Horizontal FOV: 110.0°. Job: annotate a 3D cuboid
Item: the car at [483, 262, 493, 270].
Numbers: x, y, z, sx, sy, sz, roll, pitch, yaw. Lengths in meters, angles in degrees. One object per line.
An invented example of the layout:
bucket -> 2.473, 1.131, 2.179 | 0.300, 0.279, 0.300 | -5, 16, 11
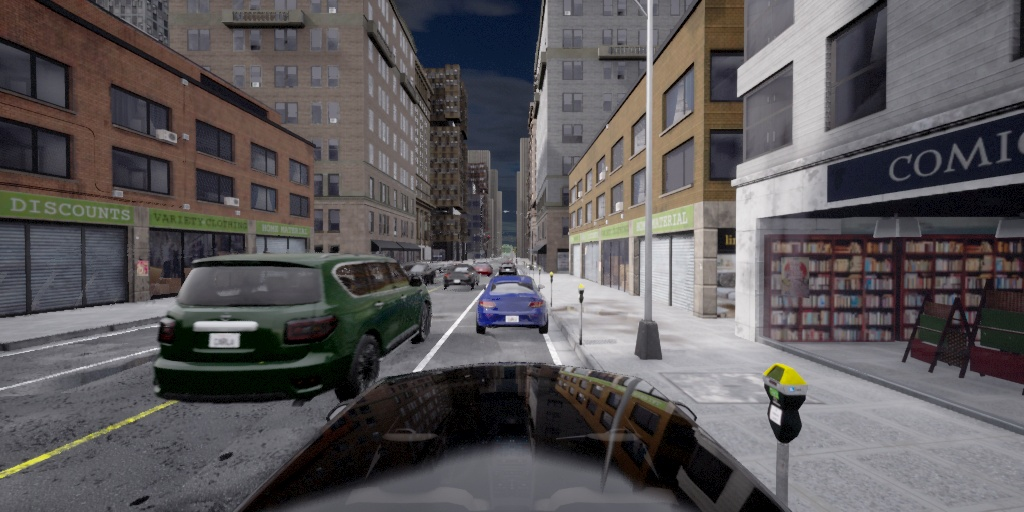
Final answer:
car -> -3.048, 1.314, 37.307 | 1.994, 1.385, 4.181 | 0, 0, 0

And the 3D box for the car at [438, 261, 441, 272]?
car -> -6.244, 1.225, 23.262 | 1.882, 1.535, 5.008 | 0, 0, 0

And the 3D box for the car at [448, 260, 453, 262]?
car -> -8.908, 1.303, 45.944 | 2.007, 1.370, 4.403 | 0, 0, 0

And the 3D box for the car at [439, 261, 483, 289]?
car -> -3.143, 1.273, 22.784 | 1.812, 1.442, 4.674 | 0, 0, 0

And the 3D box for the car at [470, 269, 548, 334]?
car -> 0.004, 1.274, 10.501 | 1.812, 1.442, 4.674 | 0, 0, 0

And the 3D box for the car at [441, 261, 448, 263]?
car -> -8.908, 1.316, 40.439 | 1.948, 1.339, 4.313 | 0, 0, 0

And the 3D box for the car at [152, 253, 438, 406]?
car -> -3.046, 0.973, 6.485 | 2.150, 2.045, 5.566 | 0, 0, 0

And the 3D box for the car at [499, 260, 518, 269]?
car -> -0.383, 1.315, 34.934 | 1.948, 1.339, 4.313 | 0, 0, 0
